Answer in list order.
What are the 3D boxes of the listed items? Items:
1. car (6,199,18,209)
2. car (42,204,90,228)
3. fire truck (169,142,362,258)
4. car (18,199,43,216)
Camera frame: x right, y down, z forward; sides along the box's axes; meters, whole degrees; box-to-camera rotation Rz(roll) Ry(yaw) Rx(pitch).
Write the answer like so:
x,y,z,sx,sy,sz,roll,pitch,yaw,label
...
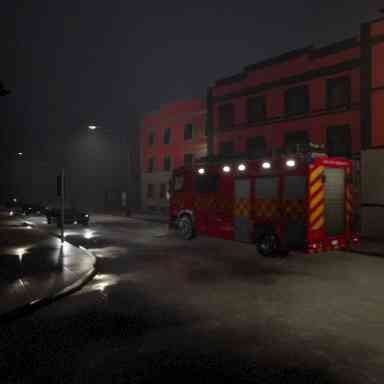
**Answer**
x,y,z,sx,sy,sz,roll,pitch,yaw,label
-24.322,1.614,45.744,1.895,1.301,4.718,0,0,-34,car
-8.495,1.601,22.519,1.895,1.301,4.718,0,0,-34,car
2.302,0.342,14.059,2.891,3.827,8.468,0,0,-34,fire truck
-15.488,1.601,32.715,1.895,1.301,4.718,0,0,-34,car
